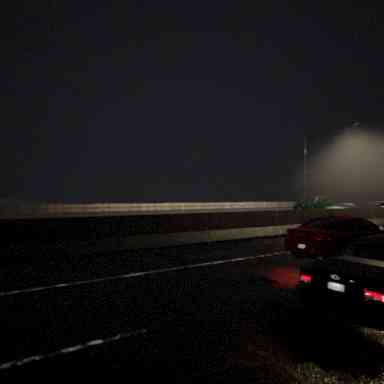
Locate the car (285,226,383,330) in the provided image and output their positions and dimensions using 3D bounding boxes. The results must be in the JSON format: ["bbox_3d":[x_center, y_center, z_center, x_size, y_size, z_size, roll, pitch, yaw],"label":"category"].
[{"bbox_3d":[4.391,1.609,6.851,5.357,1.411,2.033,1,0,-35],"label":"car"}]

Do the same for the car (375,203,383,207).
[{"bbox_3d":[20.842,1.857,35.502,4.674,1.442,1.812,1,0,-34],"label":"car"}]

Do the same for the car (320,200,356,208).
[{"bbox_3d":[16.725,1.909,36.938,4.718,1.301,1.895,1,0,-34],"label":"car"}]

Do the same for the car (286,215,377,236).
[{"bbox_3d":[5.475,1.571,11.889,5.008,1.535,1.882,0,0,-35],"label":"car"}]

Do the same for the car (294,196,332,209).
[{"bbox_3d":[14.621,1.529,39.744,5.566,2.045,2.150,1,0,-34],"label":"car"}]
